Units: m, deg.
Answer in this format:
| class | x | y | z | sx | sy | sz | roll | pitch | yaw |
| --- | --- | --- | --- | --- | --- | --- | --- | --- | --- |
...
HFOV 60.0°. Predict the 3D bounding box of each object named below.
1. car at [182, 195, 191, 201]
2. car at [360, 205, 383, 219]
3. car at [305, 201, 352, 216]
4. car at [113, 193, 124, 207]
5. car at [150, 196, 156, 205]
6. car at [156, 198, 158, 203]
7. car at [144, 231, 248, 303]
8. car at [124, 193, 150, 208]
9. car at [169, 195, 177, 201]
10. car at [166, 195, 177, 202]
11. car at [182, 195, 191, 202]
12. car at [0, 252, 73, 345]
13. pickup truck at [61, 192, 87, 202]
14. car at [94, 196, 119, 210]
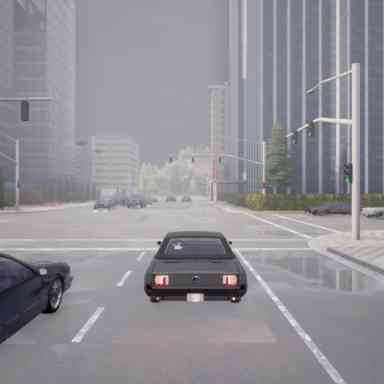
| class | x | y | z | sx | sy | sz | roll | pitch | yaw |
| --- | --- | --- | --- | --- | --- | --- | --- | --- | --- |
| car | -1.389 | 1.540 | 84.784 | 2.033 | 1.411 | 5.357 | 0 | 0 | -1 |
| car | 16.937 | 1.601 | 28.066 | 4.718 | 1.301 | 1.895 | 0 | 0 | 0 |
| car | 13.582 | 1.547 | 31.573 | 5.357 | 1.411 | 2.033 | 0 | 0 | -3 |
| car | -11.482 | 1.222 | 52.745 | 2.150 | 2.045 | 5.566 | 0 | 0 | -1 |
| car | -8.054 | 1.352 | 57.927 | 2.097 | 1.767 | 4.553 | 0 | 0 | -1 |
| car | -8.131 | 1.564 | 67.973 | 1.994 | 1.385 | 4.181 | 0 | 0 | 0 |
| car | 0.066 | 1.601 | 8.164 | 1.895 | 1.301 | 4.718 | 0 | 0 | 0 |
| car | -7.924 | 1.221 | 48.177 | 2.150 | 2.045 | 5.566 | 0 | 0 | -1 |
| car | -4.888 | 1.524 | 84.716 | 1.812 | 1.442 | 4.674 | 0 | 0 | -1 |
| car | -4.721 | 1.500 | 74.548 | 1.837 | 1.490 | 4.892 | 0 | 0 | -1 |
| car | -1.231 | 1.553 | 75.009 | 1.994 | 1.385 | 4.181 | 0 | 0 | -1 |
| car | -3.436 | 1.547 | 4.568 | 2.033 | 1.411 | 5.357 | 0 | 0 | 0 |
| pickup truck | -24.771 | 1.058 | 69.220 | 2.390 | 2.098 | 6.274 | 0 | 0 | 30 |
| car | -11.343 | 1.564 | 43.330 | 1.994 | 1.385 | 4.181 | 0 | 0 | -1 |
